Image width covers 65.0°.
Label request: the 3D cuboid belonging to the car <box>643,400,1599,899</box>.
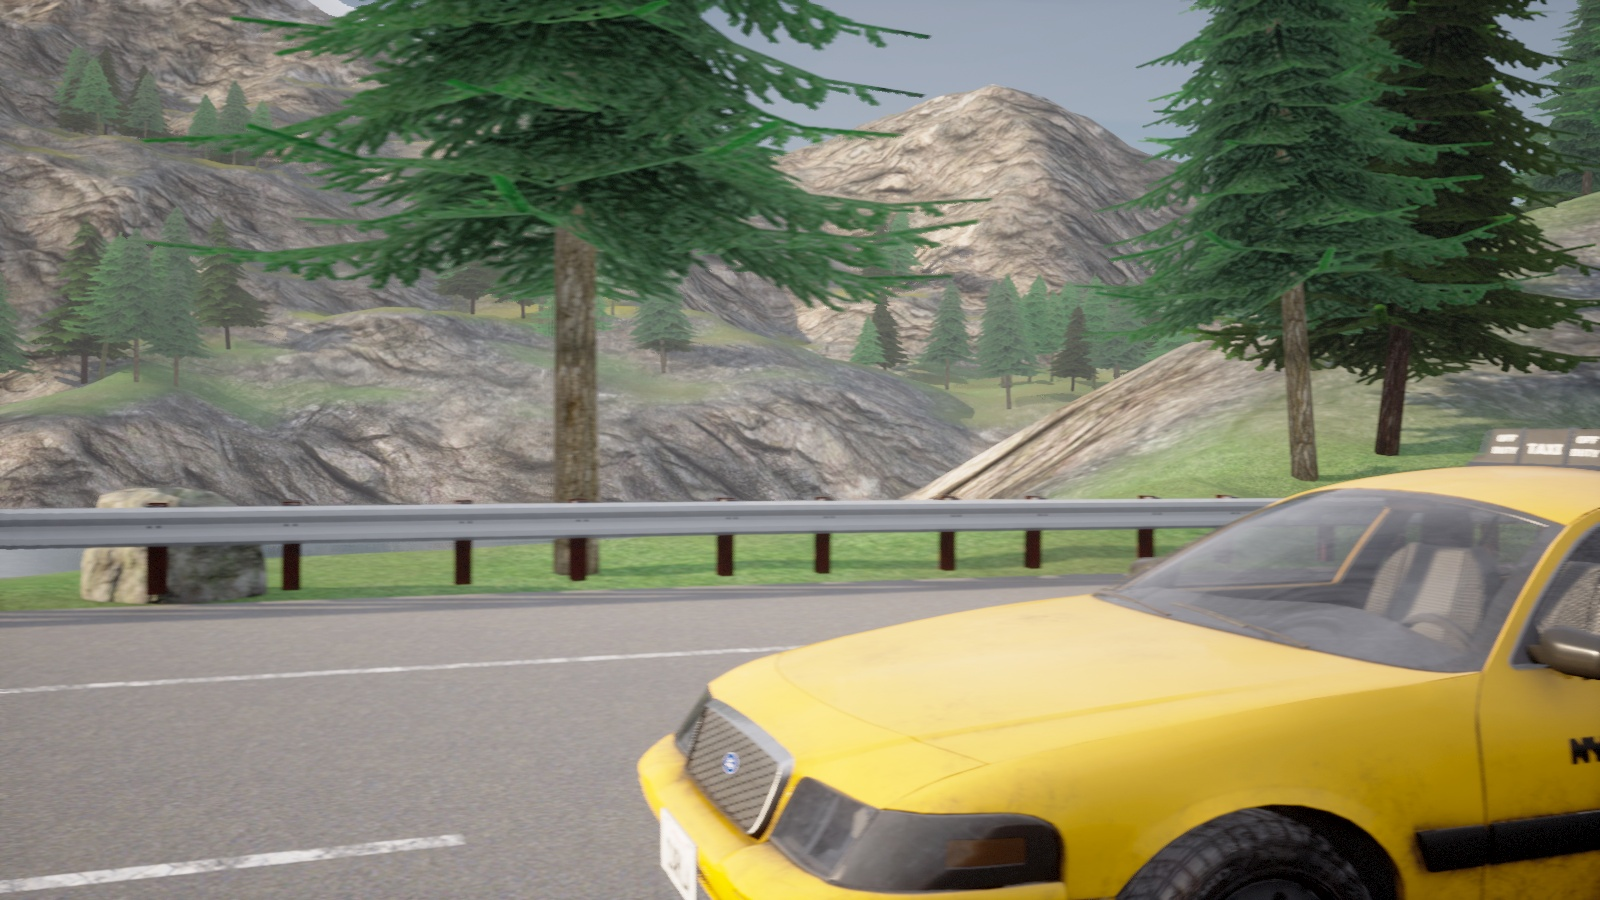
[{"bbox_3d":[2.331,0.644,4.125,5.366,1.575,1.801,-1,1,-20],"label":"car"}]
